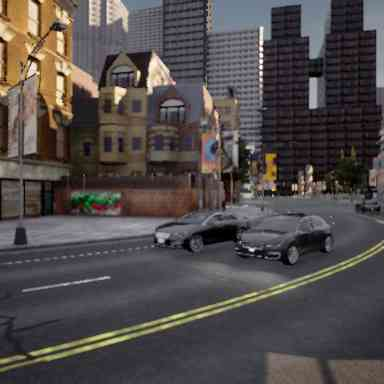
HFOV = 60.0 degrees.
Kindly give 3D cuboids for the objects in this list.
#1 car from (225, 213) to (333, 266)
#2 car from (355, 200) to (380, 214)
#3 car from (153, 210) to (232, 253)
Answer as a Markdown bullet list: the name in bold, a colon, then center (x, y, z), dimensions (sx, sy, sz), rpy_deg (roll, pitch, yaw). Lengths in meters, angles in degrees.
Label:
- **car**: center (3.493, 1.549, 11.992), dimensions (1.837, 1.490, 4.892), rpy_deg (1, 0, 43)
- **car**: center (20.381, 1.667, 38.795), dimensions (2.128, 1.511, 4.902), rpy_deg (0, 0, 14)
- **car**: center (0.560, 1.529, 13.969), dimensions (2.128, 1.511, 4.902), rpy_deg (0, 0, 44)
